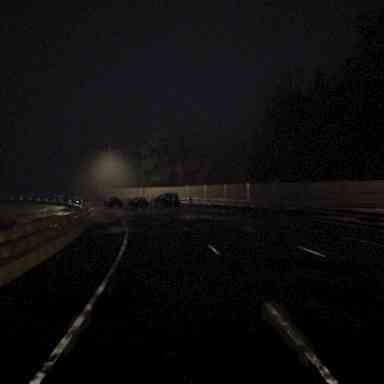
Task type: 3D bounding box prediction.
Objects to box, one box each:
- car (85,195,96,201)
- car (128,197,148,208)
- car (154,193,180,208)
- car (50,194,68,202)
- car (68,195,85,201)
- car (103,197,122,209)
[{"bbox_3d":[-24.456,1.342,77.192,5.357,1.411,2.033,0,0,44],"label":"car"},{"bbox_3d":[-7.645,1.457,46.887,2.128,1.511,4.902,0,0,-26],"label":"car"},{"bbox_3d":[-3.585,1.173,46.623,2.150,2.045,5.566,0,0,-25],"label":"car"},{"bbox_3d":[-29.513,1.183,72.353,4.553,1.767,2.097,0,0,44],"label":"car"},{"bbox_3d":[-26.995,1.355,74.783,5.357,1.411,2.033,0,0,44],"label":"car"},{"bbox_3d":[-10.882,1.486,45.537,1.837,1.490,4.892,0,0,-26],"label":"car"}]
